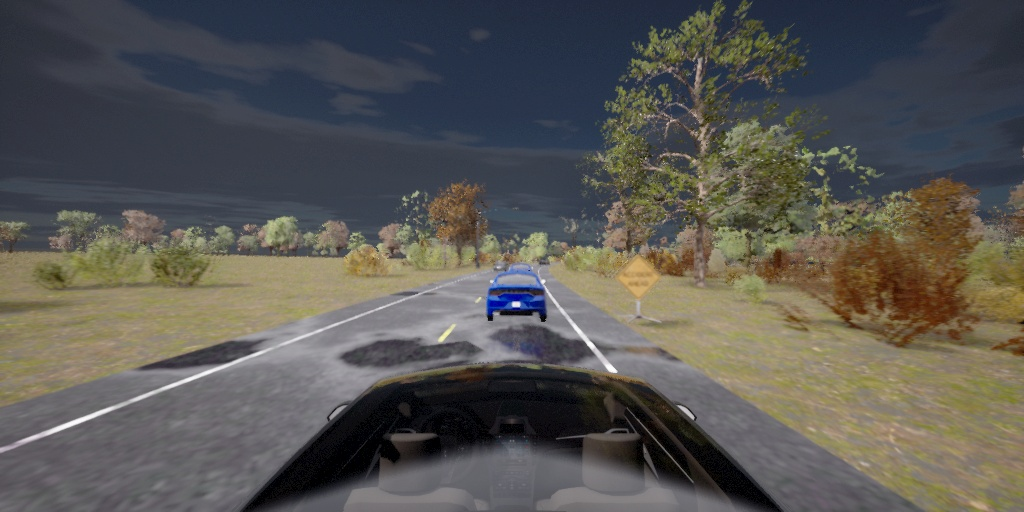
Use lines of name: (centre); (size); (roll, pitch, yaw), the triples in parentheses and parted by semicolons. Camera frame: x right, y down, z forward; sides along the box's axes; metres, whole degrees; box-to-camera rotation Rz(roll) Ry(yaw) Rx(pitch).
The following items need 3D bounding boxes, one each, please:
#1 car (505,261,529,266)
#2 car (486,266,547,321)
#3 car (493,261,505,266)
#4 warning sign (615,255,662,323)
car: (0.717, 1.331, 29.134); (1.882, 1.535, 5.008); (0, 0, 3)
car: (0.193, 1.263, 12.770); (1.882, 1.535, 5.008); (0, -1, 2)
car: (-1.572, 1.464, 51.214); (2.128, 1.511, 4.902); (0, 0, 5)
warning sign: (3.608, 0.895, 10.227); (1.300, 1.860, 1.060); (0, 0, 1)
